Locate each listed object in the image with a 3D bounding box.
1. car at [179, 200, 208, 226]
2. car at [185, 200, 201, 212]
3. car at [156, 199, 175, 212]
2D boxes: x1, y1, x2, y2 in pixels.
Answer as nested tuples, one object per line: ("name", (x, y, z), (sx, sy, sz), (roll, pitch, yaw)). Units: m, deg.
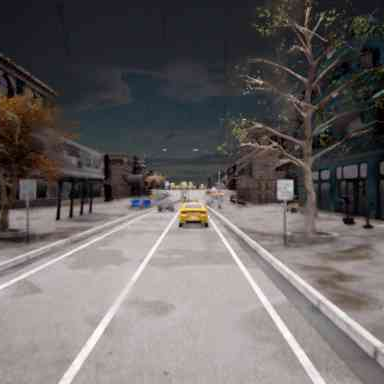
("car", (0.103, 1.475, 23.406), (1.882, 1.535, 5.008), (0, 0, 0))
("car", (0.104, 1.704, 41.954), (1.994, 1.385, 4.181), (0, -1, 0))
("car", (-3.082, 1.615, 39.831), (1.837, 1.490, 4.892), (0, -1, 0))
